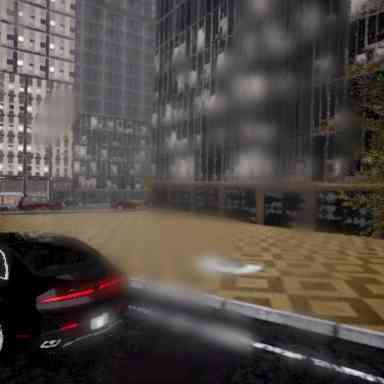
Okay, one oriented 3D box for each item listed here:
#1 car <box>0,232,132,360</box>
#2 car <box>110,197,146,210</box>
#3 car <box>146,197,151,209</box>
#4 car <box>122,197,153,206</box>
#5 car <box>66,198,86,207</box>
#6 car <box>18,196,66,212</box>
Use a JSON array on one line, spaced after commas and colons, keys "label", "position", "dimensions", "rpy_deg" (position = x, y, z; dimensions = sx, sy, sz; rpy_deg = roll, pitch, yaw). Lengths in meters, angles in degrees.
[{"label": "car", "position": [-3.207, 1.479, 5.941], "dimensions": [4.892, 1.490, 1.837], "rpy_deg": [1, 1, 36]}, {"label": "car", "position": [-9.451, 1.818, 47.651], "dimensions": [4.507, 1.381, 1.887], "rpy_deg": [1, 1, -34]}, {"label": "car", "position": [-4.768, 1.641, 50.848], "dimensions": [5.009, 1.841, 2.192], "rpy_deg": [1, 1, -34]}, {"label": "car", "position": [-9.361, 1.614, 57.258], "dimensions": [4.829, 1.417, 1.752], "rpy_deg": [1, 1, -34]}, {"label": "car", "position": [-18.577, 1.535, 50.950], "dimensions": [4.403, 1.369, 2.008], "rpy_deg": [1, 1, -34]}, {"label": "car", "position": [-18.800, 1.482, 41.242], "dimensions": [5.009, 1.841, 2.192], "rpy_deg": [1, 1, -34]}]
